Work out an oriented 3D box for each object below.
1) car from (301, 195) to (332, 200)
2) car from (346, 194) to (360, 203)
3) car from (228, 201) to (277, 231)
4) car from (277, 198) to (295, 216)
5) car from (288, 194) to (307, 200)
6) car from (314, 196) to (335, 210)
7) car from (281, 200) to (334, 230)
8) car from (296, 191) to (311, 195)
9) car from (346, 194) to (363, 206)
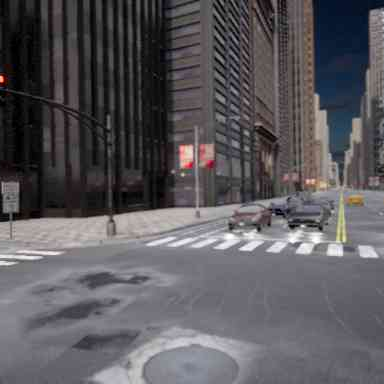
[{"bbox_3d":[11.193,1.300,29.175,2.128,1.511,4.902,-1,0,24],"label":"car"},{"bbox_3d":[26.984,1.100,55.928,1.895,1.301,4.718,-1,0,24],"label":"car"},{"bbox_3d":[3.650,1.467,20.320,1.812,1.442,4.674,-1,0,24],"label":"car"},{"bbox_3d":[7.383,1.474,28.629,1.895,1.301,4.718,-1,0,24],"label":"car"},{"bbox_3d":[11.579,1.300,37.968,1.837,1.490,4.892,-1,0,24],"label":"car"},{"bbox_3d":[15.512,1.275,38.802,2.033,1.411,5.357,-1,0,24],"label":"car"},{"bbox_3d":[7.222,1.428,20.282,2.033,1.411,5.357,-1,0,28],"label":"car"},{"bbox_3d":[15.891,0.931,47.484,2.150,2.045,5.566,-1,0,25],"label":"car"},{"bbox_3d":[22.726,1.071,46.454,1.882,1.535,5.008,-1,0,24],"label":"car"}]
